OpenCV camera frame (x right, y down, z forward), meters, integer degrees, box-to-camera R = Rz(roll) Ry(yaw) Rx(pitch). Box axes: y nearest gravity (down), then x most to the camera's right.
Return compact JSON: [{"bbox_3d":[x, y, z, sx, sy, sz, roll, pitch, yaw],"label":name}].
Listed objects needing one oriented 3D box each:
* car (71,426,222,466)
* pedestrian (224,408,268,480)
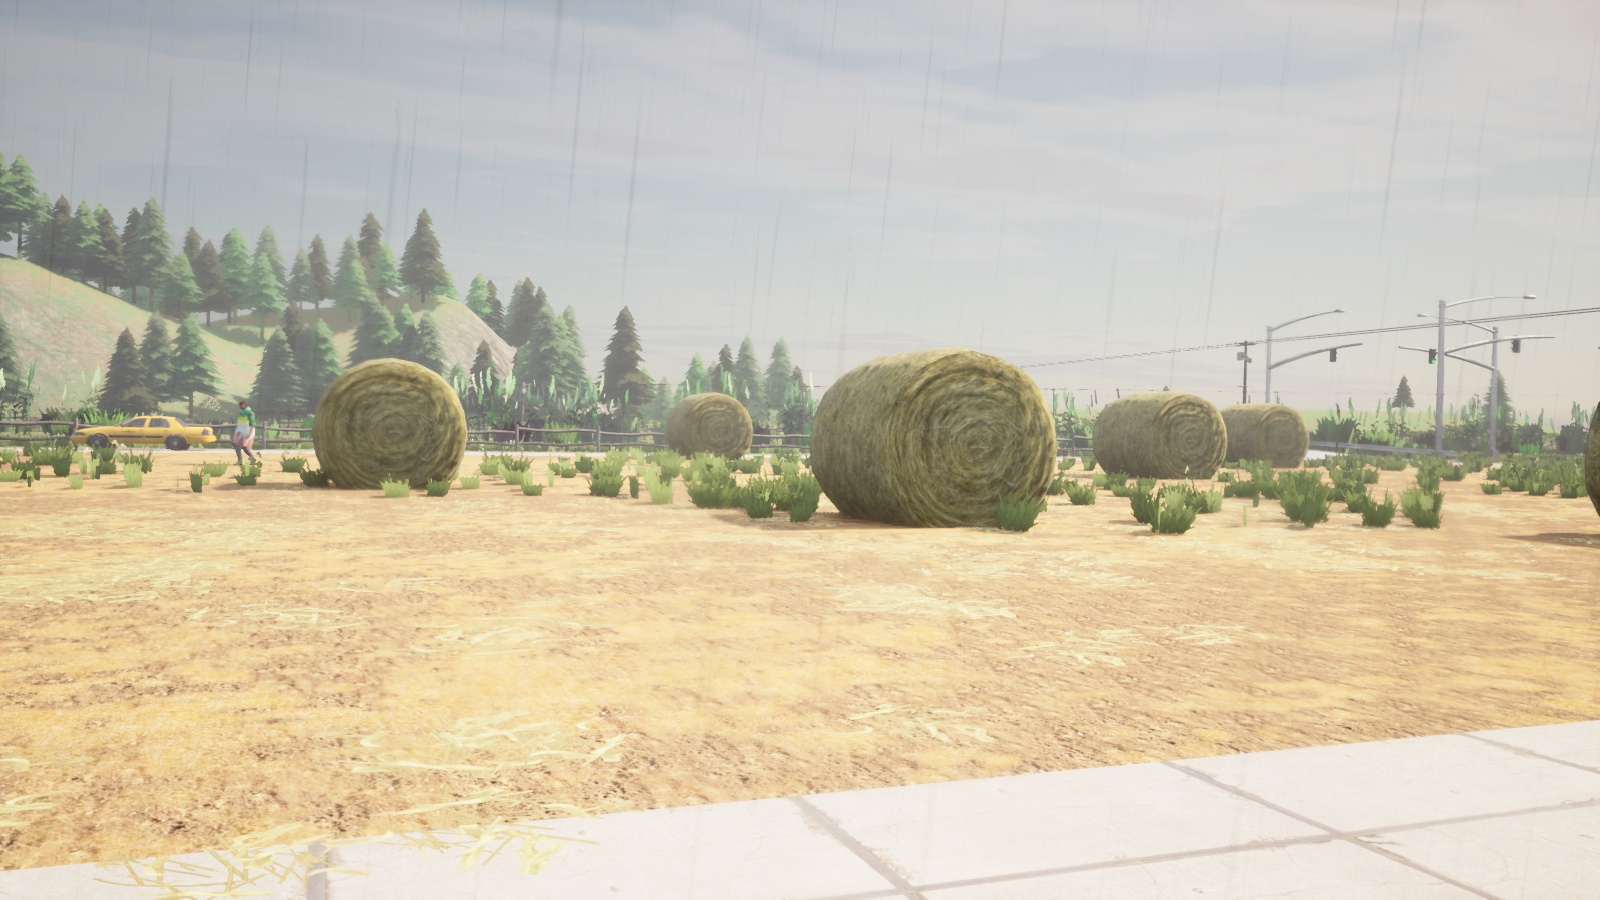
[{"bbox_3d":[-27.432,-0.200,52.903,5.366,1.575,1.801,-1,1,-17],"label":"car"},{"bbox_3d":[-15.298,-0.169,34.685,0.659,1.952,0.873,0,1,24],"label":"pedestrian"}]
